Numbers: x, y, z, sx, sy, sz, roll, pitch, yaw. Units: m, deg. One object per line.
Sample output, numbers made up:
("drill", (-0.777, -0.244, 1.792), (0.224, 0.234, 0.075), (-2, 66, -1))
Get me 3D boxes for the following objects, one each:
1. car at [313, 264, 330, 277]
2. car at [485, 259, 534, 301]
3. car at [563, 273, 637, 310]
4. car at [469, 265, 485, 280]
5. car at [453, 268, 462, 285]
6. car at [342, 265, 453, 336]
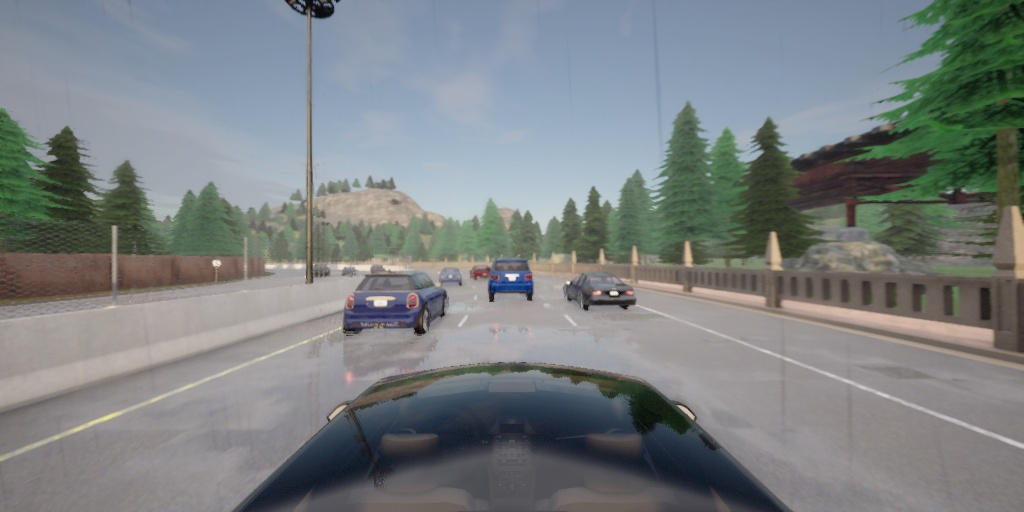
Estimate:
("car", (-24.975, 1.854, 46.720), (2.097, 1.767, 4.553), (0, -1, -24))
("car", (-0.186, 1.168, 18.962), (2.150, 2.045, 5.566), (0, -1, -4))
("car", (3.561, 1.427, 15.446), (2.033, 1.411, 5.357), (0, -1, -3))
("car", (-3.254, 1.655, 37.120), (1.882, 1.535, 5.008), (0, -1, -14))
("car", (-5.111, 1.653, 29.650), (2.033, 1.411, 5.357), (0, -1, -10))
("car", (-3.340, 1.234, 11.141), (2.097, 1.767, 4.553), (0, -1, -1))
